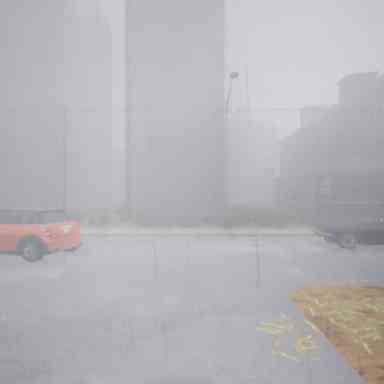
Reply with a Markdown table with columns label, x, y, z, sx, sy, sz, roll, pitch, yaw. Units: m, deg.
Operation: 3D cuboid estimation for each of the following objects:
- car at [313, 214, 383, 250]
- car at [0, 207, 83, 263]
| label | x | y | z | sx | sy | sz | roll | pitch | yaw |
| --- | --- | --- | --- | --- | --- | --- | --- | --- | --- |
| car | 7.577 | 1.577 | 13.729 | 4.718 | 1.301 | 1.895 | 0 | 0 | 0 |
| car | -6.311 | 1.333 | 11.806 | 4.553 | 1.767 | 2.097 | 0 | 0 | 16 |
